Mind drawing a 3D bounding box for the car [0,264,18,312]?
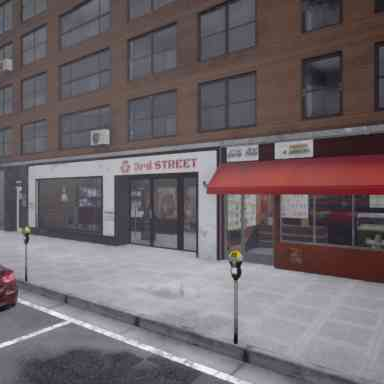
[{"bbox_3d":[-4.934,1.582,6.331,4.206,1.307,1.802,0,0,36],"label":"car"}]
